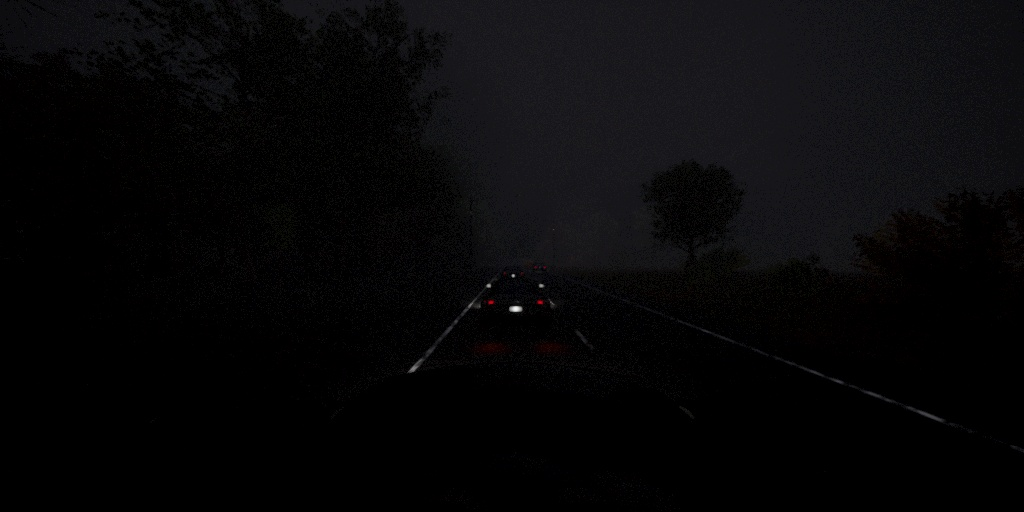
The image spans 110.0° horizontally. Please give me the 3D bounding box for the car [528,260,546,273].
[{"bbox_3d":[3.608,1.536,48.719,2.033,1.411,5.357,0,0,0],"label":"car"}]

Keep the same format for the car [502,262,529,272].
[{"bbox_3d":[0.103,1.452,28.924,1.994,1.385,4.181,0,0,0],"label":"car"}]

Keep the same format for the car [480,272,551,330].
[{"bbox_3d":[0.099,1.362,11.349,1.994,1.385,4.181,0,0,0],"label":"car"}]
